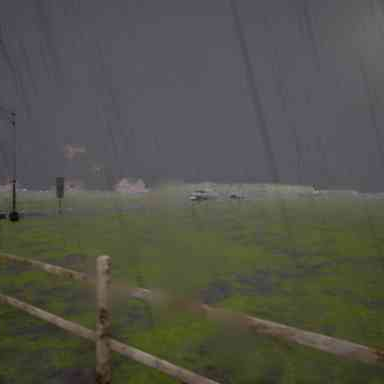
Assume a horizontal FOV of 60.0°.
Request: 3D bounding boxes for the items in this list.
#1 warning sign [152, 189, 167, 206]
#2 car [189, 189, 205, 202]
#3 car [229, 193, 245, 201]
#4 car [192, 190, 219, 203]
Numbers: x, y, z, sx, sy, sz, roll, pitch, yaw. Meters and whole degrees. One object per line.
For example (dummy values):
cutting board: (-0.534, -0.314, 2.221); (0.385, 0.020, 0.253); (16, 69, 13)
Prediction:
warning sign: (-3.629, 0.625, 37.086); (1.300, 1.860, 1.060); (0, 0, 32)
car: (1.690, 0.590, 55.734); (2.150, 2.045, 5.566); (1, 0, 32)
car: (8.463, 0.879, 61.457); (1.812, 1.442, 4.674); (1, 1, 32)
car: (2.506, 0.883, 51.692); (1.882, 1.535, 5.008); (1, 1, 32)
